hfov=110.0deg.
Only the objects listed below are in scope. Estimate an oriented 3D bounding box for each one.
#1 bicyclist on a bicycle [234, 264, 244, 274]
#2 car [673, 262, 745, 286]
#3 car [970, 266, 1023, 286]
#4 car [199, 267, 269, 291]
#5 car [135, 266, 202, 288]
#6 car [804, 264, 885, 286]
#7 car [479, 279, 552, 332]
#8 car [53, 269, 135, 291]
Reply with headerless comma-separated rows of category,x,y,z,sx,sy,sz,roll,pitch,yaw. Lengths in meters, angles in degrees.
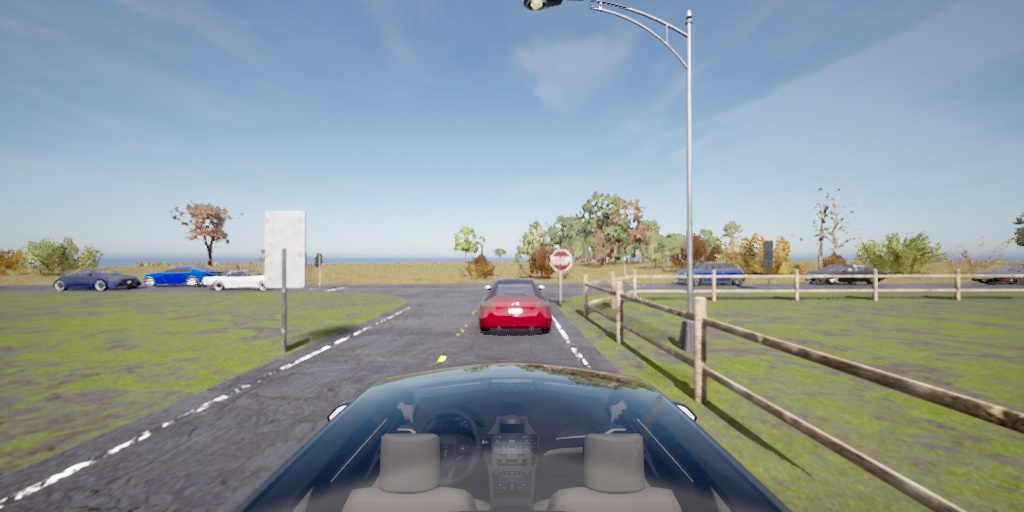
bicyclist on a bicycle,-22.554,1.477,29.611,0.582,1.620,1.656,0,0,0
car,14.356,1.249,26.354,4.553,1.767,2.097,0,0,0
car,37.195,1.404,26.195,5.357,1.411,2.033,0,0,1
car,-17.244,1.564,23.603,4.718,1.301,1.895,0,0,0
car,-24.316,1.482,26.600,5.008,1.535,1.882,0,0,0
car,24.261,1.366,26.290,4.902,1.511,2.128,0,0,0
car,0.087,1.385,11.100,1.994,1.385,4.181,0,0,0
car,-27.258,1.557,23.666,4.181,1.385,1.994,0,0,0
